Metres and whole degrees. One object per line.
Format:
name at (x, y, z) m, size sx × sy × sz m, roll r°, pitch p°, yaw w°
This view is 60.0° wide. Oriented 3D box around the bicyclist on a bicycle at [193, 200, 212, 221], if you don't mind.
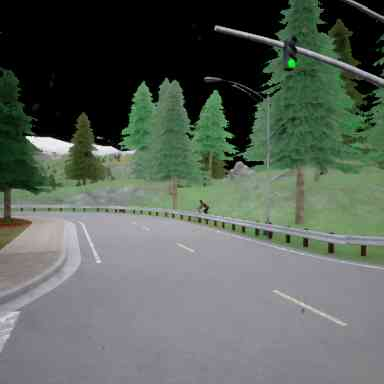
bicyclist on a bicycle at (0.840, 1.432, 25.529) m, size 1.656 × 1.620 × 0.582 m, roll -1°, pitch 2°, yaw -20°
